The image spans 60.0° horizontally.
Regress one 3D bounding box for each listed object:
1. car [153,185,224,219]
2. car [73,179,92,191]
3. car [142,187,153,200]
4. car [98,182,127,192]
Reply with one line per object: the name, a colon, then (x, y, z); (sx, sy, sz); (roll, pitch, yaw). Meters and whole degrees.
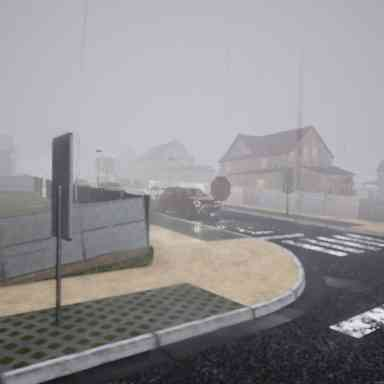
car: (-0.129, 0.498, 19.697); (2.097, 1.767, 4.553); (1, 3, -34)
car: (-14.185, -0.932, 42.688); (2.033, 1.411, 5.357); (1, 3, -29)
car: (-2.696, 0.157, 28.627); (1.812, 1.442, 4.674); (1, 3, -32)
car: (-7.630, -0.185, 31.307); (1.837, 1.490, 4.892); (1, 3, -31)
